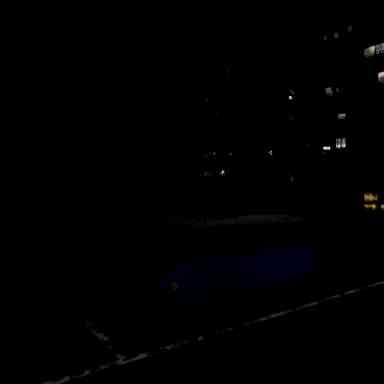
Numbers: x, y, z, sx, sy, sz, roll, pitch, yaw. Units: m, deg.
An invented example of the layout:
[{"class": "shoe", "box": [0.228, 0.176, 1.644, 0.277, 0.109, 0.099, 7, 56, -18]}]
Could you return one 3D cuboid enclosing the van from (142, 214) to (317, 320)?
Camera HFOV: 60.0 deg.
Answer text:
[{"class": "van", "box": [0.968, 1.394, 7.189, 3.998, 1.788, 1.690, 1, 1, -35]}]
